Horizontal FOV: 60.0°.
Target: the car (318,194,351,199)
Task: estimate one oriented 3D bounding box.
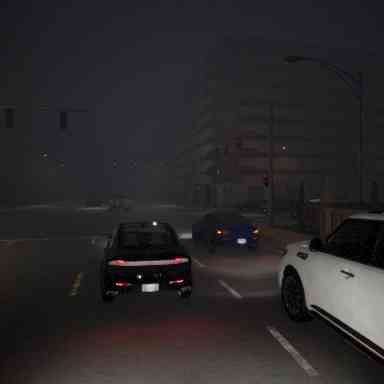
[{"bbox_3d":[16.669,1.277,40.005,5.566,2.045,2.150,0,0,-14],"label":"car"}]

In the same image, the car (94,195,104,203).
[{"bbox_3d":[-19.248,1.477,69.043,1.882,1.535,5.008,0,0,-14],"label":"car"}]

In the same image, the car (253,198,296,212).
[{"bbox_3d":[9.126,1.407,34.550,4.553,1.767,2.097,0,0,-14],"label":"car"}]

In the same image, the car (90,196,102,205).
[{"bbox_3d":[-16.902,1.525,59.000,1.812,1.442,4.674,0,0,-13],"label":"car"}]

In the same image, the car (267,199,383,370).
[{"bbox_3d":[2.990,1.221,4.183,2.150,2.045,5.566,0,0,-7],"label":"car"}]

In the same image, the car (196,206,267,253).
[{"bbox_3d":[1.251,1.526,13.736,1.812,1.442,4.674,0,0,-12],"label":"car"}]

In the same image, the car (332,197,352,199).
[{"bbox_3d":[17.848,1.581,36.684,4.674,1.442,1.812,0,0,-14],"label":"car"}]

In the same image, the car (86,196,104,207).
[{"bbox_3d":[-14.622,1.564,49.437,1.994,1.385,4.181,0,0,-13],"label":"car"}]

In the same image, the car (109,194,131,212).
[{"bbox_3d":[-8.564,1.220,39.829,2.150,2.045,5.566,1,0,-6],"label":"car"}]

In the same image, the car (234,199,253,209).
[{"bbox_3d":[7.095,1.560,37.653,4.892,1.490,1.837,0,0,-14],"label":"car"}]

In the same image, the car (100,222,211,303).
[{"bbox_3d":[-1.206,1.492,8.312,2.128,1.511,4.902,0,0,-11],"label":"car"}]
